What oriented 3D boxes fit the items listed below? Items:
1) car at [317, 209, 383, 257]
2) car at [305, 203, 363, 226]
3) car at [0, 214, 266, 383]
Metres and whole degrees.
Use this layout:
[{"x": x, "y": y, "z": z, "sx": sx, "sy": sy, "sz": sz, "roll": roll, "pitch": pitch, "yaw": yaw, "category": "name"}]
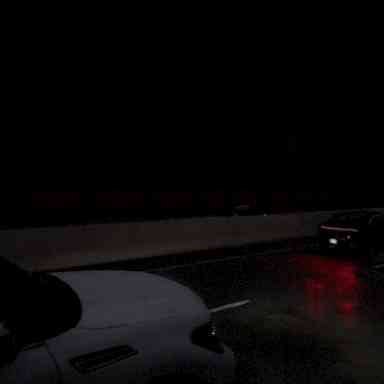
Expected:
[{"x": 6.878, "y": 1.486, "z": 12.950, "sx": 4.902, "sy": 1.511, "sz": 2.128, "roll": 0, "pitch": 0, "yaw": -35, "category": "car"}, {"x": 10.401, "y": 1.555, "z": 24.305, "sx": 4.181, "sy": 1.385, "sz": 1.994, "roll": 0, "pitch": 0, "yaw": -35, "category": "car"}, {"x": -2.276, "y": 1.222, "z": 2.123, "sx": 5.566, "sy": 2.045, "sz": 2.150, "roll": 0, "pitch": 0, "yaw": -35, "category": "car"}]
